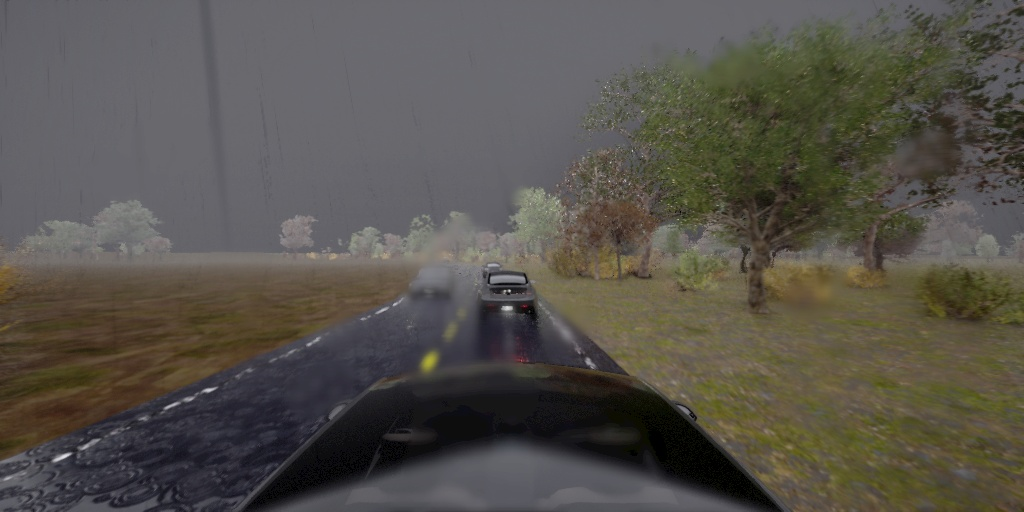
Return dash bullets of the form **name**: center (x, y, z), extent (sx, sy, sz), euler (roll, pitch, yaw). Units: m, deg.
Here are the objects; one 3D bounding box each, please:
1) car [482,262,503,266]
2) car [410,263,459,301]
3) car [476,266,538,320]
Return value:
- **car**: center (-1.770, 1.274, 33.206), extent (1.812, 1.442, 4.674), euler (0, 0, -6)
- **car**: center (-3.632, 1.259, 17.445), extent (1.837, 1.490, 4.892), euler (0, 0, -4)
- **car**: center (-0.191, 1.254, 12.601), extent (1.837, 1.490, 4.892), euler (0, 0, -2)
